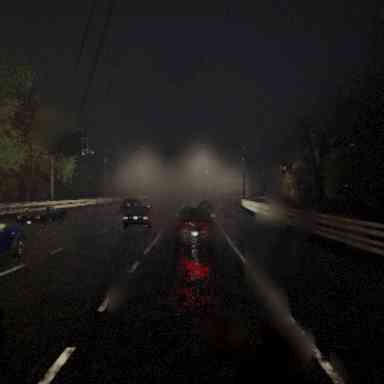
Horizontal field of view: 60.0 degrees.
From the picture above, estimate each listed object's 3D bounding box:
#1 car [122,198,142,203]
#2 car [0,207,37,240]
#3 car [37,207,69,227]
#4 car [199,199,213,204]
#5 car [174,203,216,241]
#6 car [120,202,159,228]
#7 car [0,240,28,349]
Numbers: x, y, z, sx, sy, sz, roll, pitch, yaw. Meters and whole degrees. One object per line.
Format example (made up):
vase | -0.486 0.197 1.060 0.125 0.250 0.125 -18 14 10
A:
car | -6.900 1.474 38.461 2.097 1.767 4.553 0 0 0
car | -6.899 1.384 10.038 2.097 1.767 4.553 0 0 0
car | -10.400 1.676 23.457 1.895 1.301 4.718 0 0 0
car | 1.859 1.672 45.691 1.812 1.442 4.674 0 0 6
car | 0.162 1.560 16.947 1.837 1.490 4.892 0 0 1
car | -3.400 1.620 22.495 2.033 1.411 5.357 0 0 0
car | -3.401 1.500 2.479 2.128 1.511 4.902 0 0 0
